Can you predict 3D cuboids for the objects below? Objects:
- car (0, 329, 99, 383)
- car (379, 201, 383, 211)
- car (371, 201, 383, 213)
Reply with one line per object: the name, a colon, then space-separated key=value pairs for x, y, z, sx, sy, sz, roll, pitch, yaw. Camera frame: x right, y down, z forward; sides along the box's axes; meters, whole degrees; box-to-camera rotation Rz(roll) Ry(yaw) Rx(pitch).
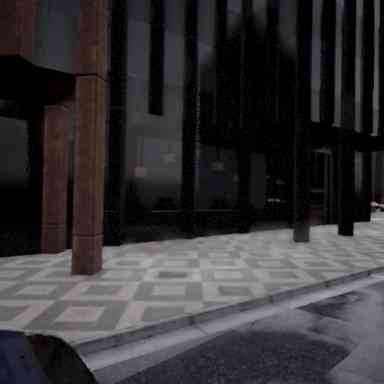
car: x=-2.512 y=1.556 z=1.585 sx=4.181 sy=1.385 sz=1.994 roll=0 pitch=0 yaw=-36
car: x=27.601 y=1.901 z=44.058 sx=2.008 sy=1.369 sz=4.403 roll=2 pitch=-1 yaw=-36
car: x=20.724 y=1.709 z=39.024 sx=1.887 sy=1.381 sz=4.507 roll=2 pitch=-1 yaw=-36
